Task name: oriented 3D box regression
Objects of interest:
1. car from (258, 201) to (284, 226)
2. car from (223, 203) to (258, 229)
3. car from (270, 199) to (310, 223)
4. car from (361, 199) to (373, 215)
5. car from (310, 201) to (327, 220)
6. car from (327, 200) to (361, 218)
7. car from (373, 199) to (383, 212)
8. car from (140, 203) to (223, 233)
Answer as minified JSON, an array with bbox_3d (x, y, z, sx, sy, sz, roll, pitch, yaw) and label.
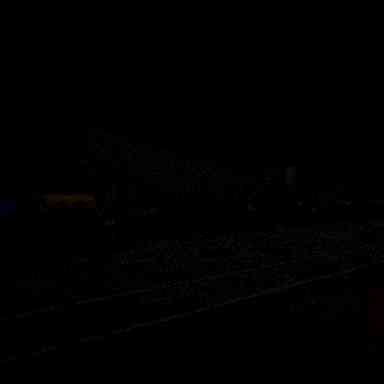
[{"bbox_3d":[3.737,1.542,23.590,4.674,1.452,2.002,-1,-1,31],"label":"car"},{"bbox_3d":[1.436,1.497,21.730,4.892,1.521,2.231,-1,0,32],"label":"car"},{"bbox_3d":[6.025,1.508,25.451,5.008,1.535,2.097,-1,0,31],"label":"car"},{"bbox_3d":[14.993,1.546,33.140,4.892,1.521,2.231,0,0,29],"label":"car"},{"bbox_3d":[8.263,1.391,27.365,4.553,1.767,2.185,-1,-1,30],"label":"car"},{"bbox_3d":[12.776,1.535,31.185,4.892,1.521,2.231,0,0,29],"label":"car"},{"bbox_3d":[17.194,1.560,35.118,4.892,1.521,2.231,0,0,28],"label":"car"},{"bbox_3d":[-0.918,1.522,19.924,4.792,1.488,2.163,-1,0,32],"label":"car"}]
